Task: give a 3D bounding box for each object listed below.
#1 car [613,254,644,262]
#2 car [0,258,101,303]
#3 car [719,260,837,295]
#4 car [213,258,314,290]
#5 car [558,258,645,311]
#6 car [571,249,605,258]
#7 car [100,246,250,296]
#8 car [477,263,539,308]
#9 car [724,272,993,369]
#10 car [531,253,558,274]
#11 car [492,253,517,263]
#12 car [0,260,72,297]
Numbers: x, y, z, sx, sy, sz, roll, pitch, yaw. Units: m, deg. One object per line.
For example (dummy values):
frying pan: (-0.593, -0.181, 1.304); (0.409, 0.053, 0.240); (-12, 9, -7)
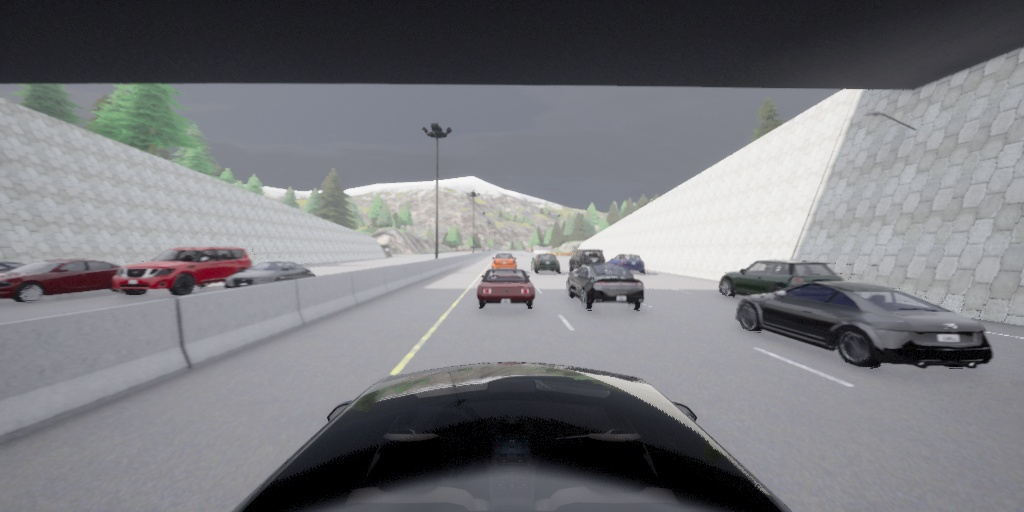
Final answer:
car: (9.830, 0.569, 31.256); (2.097, 1.767, 4.553); (0, 1, -1)
car: (-17.961, 0.859, 14.250); (1.882, 1.535, 5.008); (0, 1, -1)
car: (10.253, 0.920, 13.995); (2.097, 1.767, 4.553); (0, 1, -1)
car: (-11.016, 0.943, 16.605); (1.994, 1.385, 4.181); (0, 1, -1)
car: (3.267, 1.028, 13.322); (2.128, 1.511, 4.902); (0, 1, -1)
car: (6.348, 0.430, 30.562); (2.150, 2.045, 5.566); (0, 1, -1)
car: (-14.513, 0.581, 16.425); (2.150, 2.045, 5.566); (0, 1, -1)
car: (-0.242, 1.109, 13.626); (1.895, 1.301, 4.718); (0, 1, -1)
car: (6.905, 1.237, 7.713); (1.994, 1.385, 4.181); (0, 1, -1)
car: (2.833, 0.528, 31.061); (2.097, 1.767, 4.553); (0, 1, -1)
car: (-0.666, 0.507, 30.967); (2.097, 1.767, 4.553); (0, 1, -1)
car: (-21.471, 0.916, 14.602); (1.994, 1.385, 4.181); (0, 1, -1)
